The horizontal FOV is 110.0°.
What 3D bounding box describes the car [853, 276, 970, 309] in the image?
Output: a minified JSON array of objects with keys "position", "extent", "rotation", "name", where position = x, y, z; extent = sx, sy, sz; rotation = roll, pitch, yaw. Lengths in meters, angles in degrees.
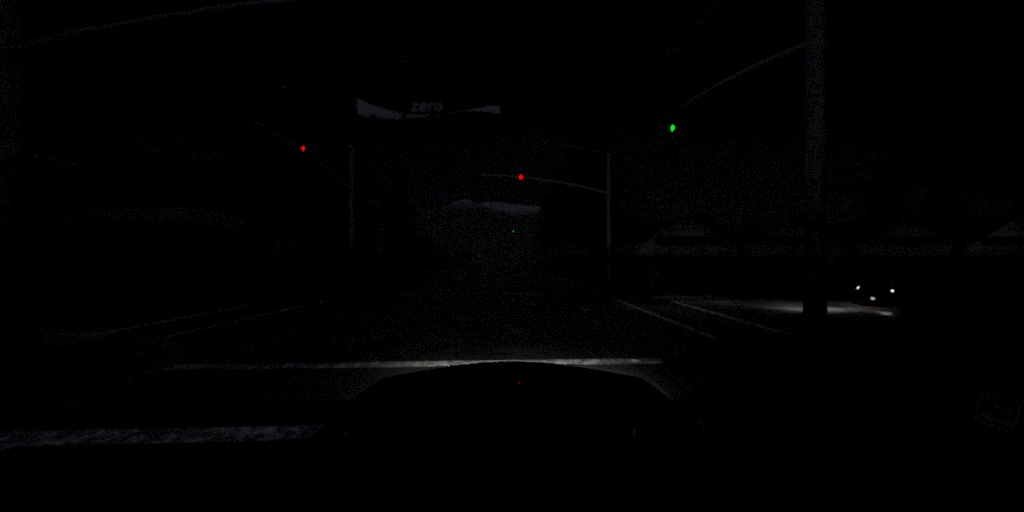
[{"position":[17.575,1.496,15.259],"extent":[4.718,1.301,1.895],"rotation":[0,0,0],"name":"car"}]
